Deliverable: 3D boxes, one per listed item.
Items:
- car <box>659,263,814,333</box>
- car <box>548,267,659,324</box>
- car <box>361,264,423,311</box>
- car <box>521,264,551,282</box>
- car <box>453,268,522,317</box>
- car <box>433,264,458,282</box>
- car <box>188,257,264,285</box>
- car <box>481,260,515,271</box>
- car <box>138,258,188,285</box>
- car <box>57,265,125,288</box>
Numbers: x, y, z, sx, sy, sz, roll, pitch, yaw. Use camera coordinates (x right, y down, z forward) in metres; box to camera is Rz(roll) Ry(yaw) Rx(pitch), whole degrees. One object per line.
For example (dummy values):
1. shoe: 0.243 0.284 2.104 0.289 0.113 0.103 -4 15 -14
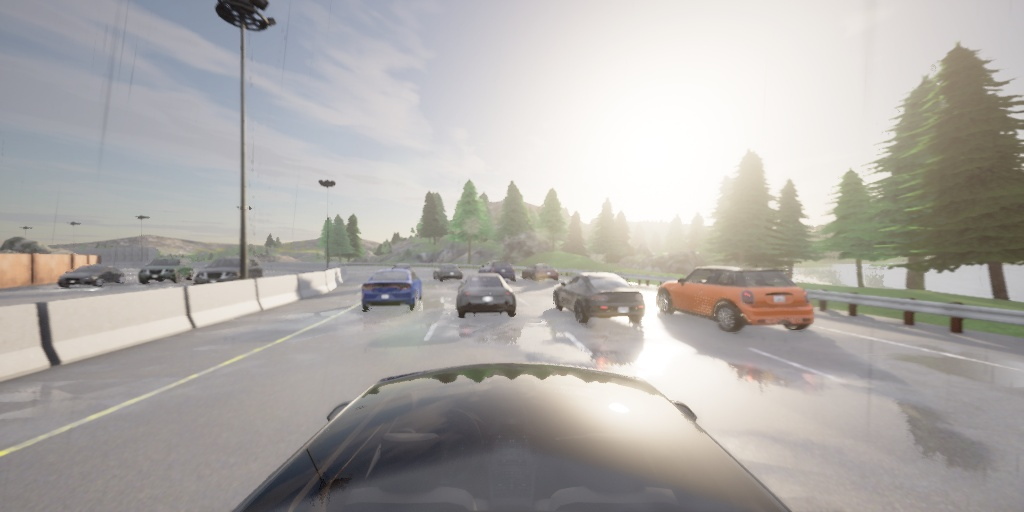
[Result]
1. car: 6.294 1.068 10.847 2.097 1.767 4.553 0 0 -6
2. car: 2.699 1.264 11.817 1.812 1.442 4.674 0 0 -7
3. car: -4.808 1.264 14.856 1.882 1.535 5.008 0 0 -10
4. car: 2.213 1.314 29.464 1.994 1.385 4.181 0 0 -18
5. car: -1.025 1.326 13.293 1.994 1.385 4.181 0 0 -7
6. car: -5.442 1.362 30.222 1.994 1.385 4.181 0 0 -21
7. car: -17.748 1.092 22.875 2.150 2.045 5.566 0 0 -19
8. car: -1.302 1.124 28.966 2.097 1.767 4.553 0 0 -18
9. car: -27.992 1.158 29.291 2.150 2.045 5.566 0 0 -28
10. car: -30.321 1.455 26.046 1.837 1.490 4.892 0 0 -26
